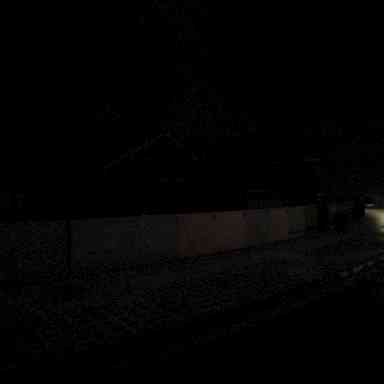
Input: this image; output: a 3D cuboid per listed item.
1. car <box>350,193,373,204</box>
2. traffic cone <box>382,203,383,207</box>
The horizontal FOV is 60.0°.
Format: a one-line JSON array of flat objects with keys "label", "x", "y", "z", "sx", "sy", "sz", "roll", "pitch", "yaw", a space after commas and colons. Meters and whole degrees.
[{"label": "car", "x": 31.144, "y": 1.165, "z": 61.499, "sx": 2.150, "sy": 2.045, "sz": 5.566, "roll": 0, "pitch": 0, "yaw": 2}, {"label": "traffic cone", "x": 27.773, "y": 1.914, "z": 48.261, "sx": 0.340, "sy": 0.580, "sz": 0.340, "roll": 0, "pitch": 0, "yaw": 13}]
